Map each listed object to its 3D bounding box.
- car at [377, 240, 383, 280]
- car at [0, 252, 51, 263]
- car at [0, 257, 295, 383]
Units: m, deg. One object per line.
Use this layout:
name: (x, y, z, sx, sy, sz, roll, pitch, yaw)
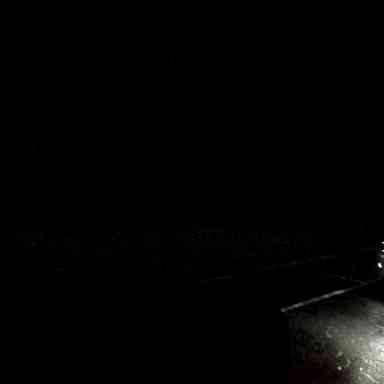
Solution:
car: (6.831, 1.221, 8.251, 5.566, 2.045, 2.150, 0, 0, -36)
car: (-3.247, 1.566, 4.332, 4.313, 1.339, 1.947, 0, 0, -36)
car: (-1.378, 1.478, 2.395, 5.008, 1.535, 1.882, 0, 0, -36)
